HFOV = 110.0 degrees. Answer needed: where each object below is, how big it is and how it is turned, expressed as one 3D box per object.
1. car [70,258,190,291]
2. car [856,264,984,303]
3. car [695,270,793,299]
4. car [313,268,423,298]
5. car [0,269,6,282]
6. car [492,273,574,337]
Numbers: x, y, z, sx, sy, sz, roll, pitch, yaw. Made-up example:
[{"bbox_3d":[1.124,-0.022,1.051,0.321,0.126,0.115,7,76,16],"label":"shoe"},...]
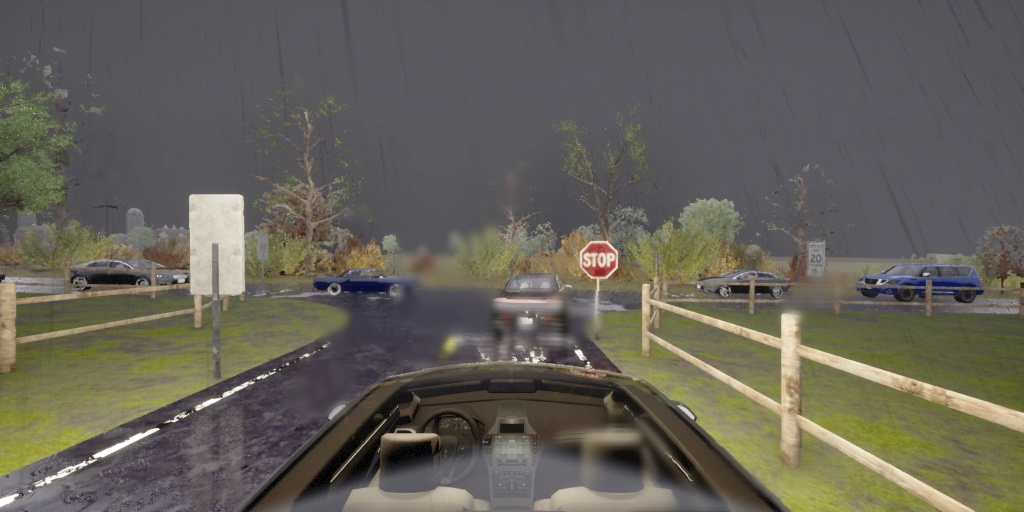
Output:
[{"bbox_3d":[-18.477,0.885,17.389,4.902,1.511,2.128,1,1,0],"label":"car"},{"bbox_3d":[22.915,1.466,20.251,5.566,2.045,2.150,1,1,0],"label":"car"},{"bbox_3d":[13.020,1.525,20.271,4.902,1.511,2.128,1,1,0],"label":"car"},{"bbox_3d":[-6.809,1.248,17.361,4.718,1.301,1.895,1,1,0],"label":"car"},{"bbox_3d":[-27.780,0.717,17.404,4.674,1.442,1.812,1,1,0],"label":"car"},{"bbox_3d":[0.714,1.239,10.323,2.128,1.511,4.902,0,0,9],"label":"car"}]
